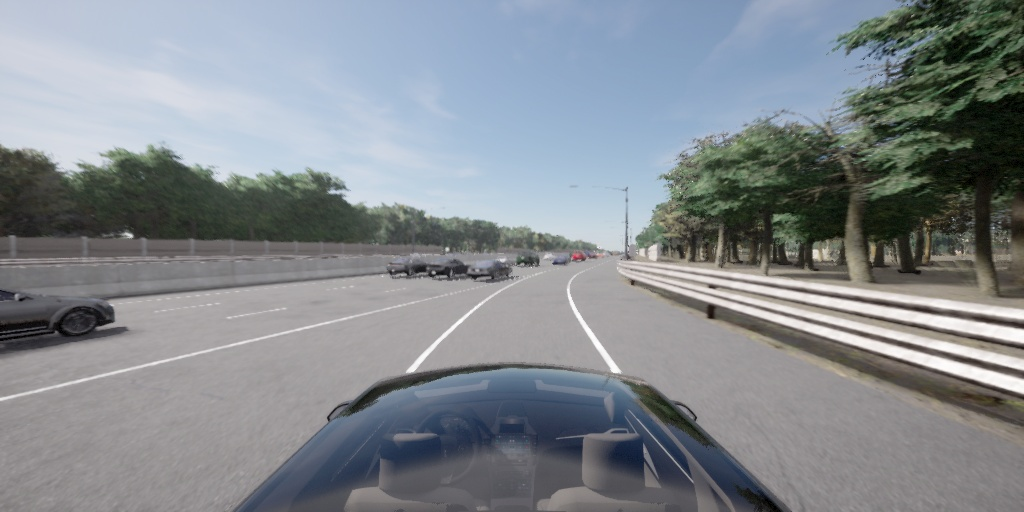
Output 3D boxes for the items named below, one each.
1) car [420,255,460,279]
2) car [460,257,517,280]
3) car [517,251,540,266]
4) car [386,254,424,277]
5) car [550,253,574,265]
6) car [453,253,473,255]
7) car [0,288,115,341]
[{"bbox_3d":[-4.900,0.931,28.322,1.837,1.490,4.892,1,1,19],"label":"car"},{"bbox_3d":[-1.591,1.005,27.184,2.033,1.411,5.357,1,1,19],"label":"car"},{"bbox_3d":[2.259,0.332,49.230,2.150,2.045,5.566,1,1,19],"label":"car"},{"bbox_3d":[-8.211,0.884,29.458,2.128,1.511,4.902,1,1,19],"label":"car"},{"bbox_3d":[7.497,0.622,53.731,1.994,1.385,4.181,1,1,19],"label":"car"},{"bbox_3d":[-7.730,0.383,63.319,2.033,1.411,5.357,1,1,19],"label":"car"},{"bbox_3d":[-11.894,1.301,7.895,1.994,1.385,4.181,1,1,19],"label":"car"}]
